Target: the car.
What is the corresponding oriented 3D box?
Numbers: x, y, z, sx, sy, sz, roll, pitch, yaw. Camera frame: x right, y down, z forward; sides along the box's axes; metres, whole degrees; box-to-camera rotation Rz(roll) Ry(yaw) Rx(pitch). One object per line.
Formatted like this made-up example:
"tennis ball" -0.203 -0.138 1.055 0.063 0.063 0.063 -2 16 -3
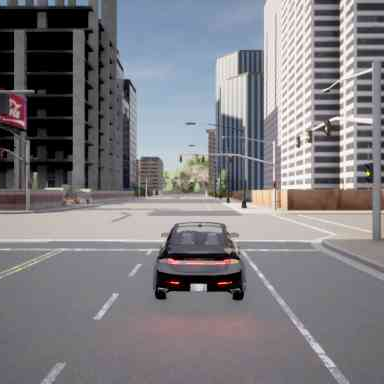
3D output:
"car" 0.199 1.492 8.365 2.128 1.511 4.902 0 0 2
